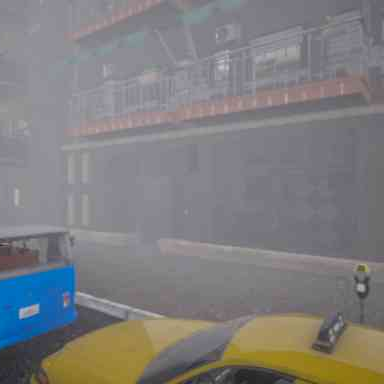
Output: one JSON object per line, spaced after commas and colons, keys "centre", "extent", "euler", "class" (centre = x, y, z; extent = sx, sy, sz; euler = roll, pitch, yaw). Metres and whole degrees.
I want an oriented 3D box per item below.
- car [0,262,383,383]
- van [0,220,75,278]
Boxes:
{"centre": [0.706, 1.525, 2.369], "extent": [4.829, 1.417, 1.752], "euler": [0, 0, 35], "class": "car"}
{"centre": [-3.652, 1.340, 5.477], "extent": [3.998, 1.788, 1.690], "euler": [0, 0, 35], "class": "van"}
